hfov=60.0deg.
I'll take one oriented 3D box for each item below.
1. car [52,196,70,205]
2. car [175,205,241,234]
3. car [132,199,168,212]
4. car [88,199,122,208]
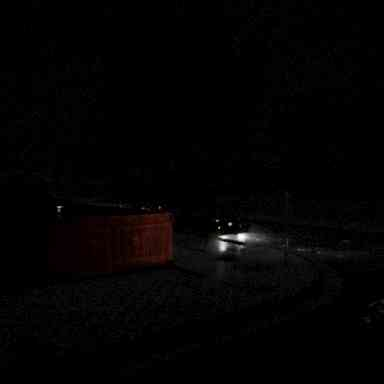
[{"bbox_3d":[-18.661,1.260,47.081,2.033,1.411,5.357,-1,1,-31],"label":"car"},{"bbox_3d":[0.815,1.445,18.614,1.994,1.385,4.181,-1,1,-35],"label":"car"},{"bbox_3d":[-3.925,1.321,30.377,1.994,1.385,4.181,-1,1,-35],"label":"car"},{"bbox_3d":[-8.329,1.376,31.747,1.895,1.301,4.718,-1,1,-35],"label":"car"}]
